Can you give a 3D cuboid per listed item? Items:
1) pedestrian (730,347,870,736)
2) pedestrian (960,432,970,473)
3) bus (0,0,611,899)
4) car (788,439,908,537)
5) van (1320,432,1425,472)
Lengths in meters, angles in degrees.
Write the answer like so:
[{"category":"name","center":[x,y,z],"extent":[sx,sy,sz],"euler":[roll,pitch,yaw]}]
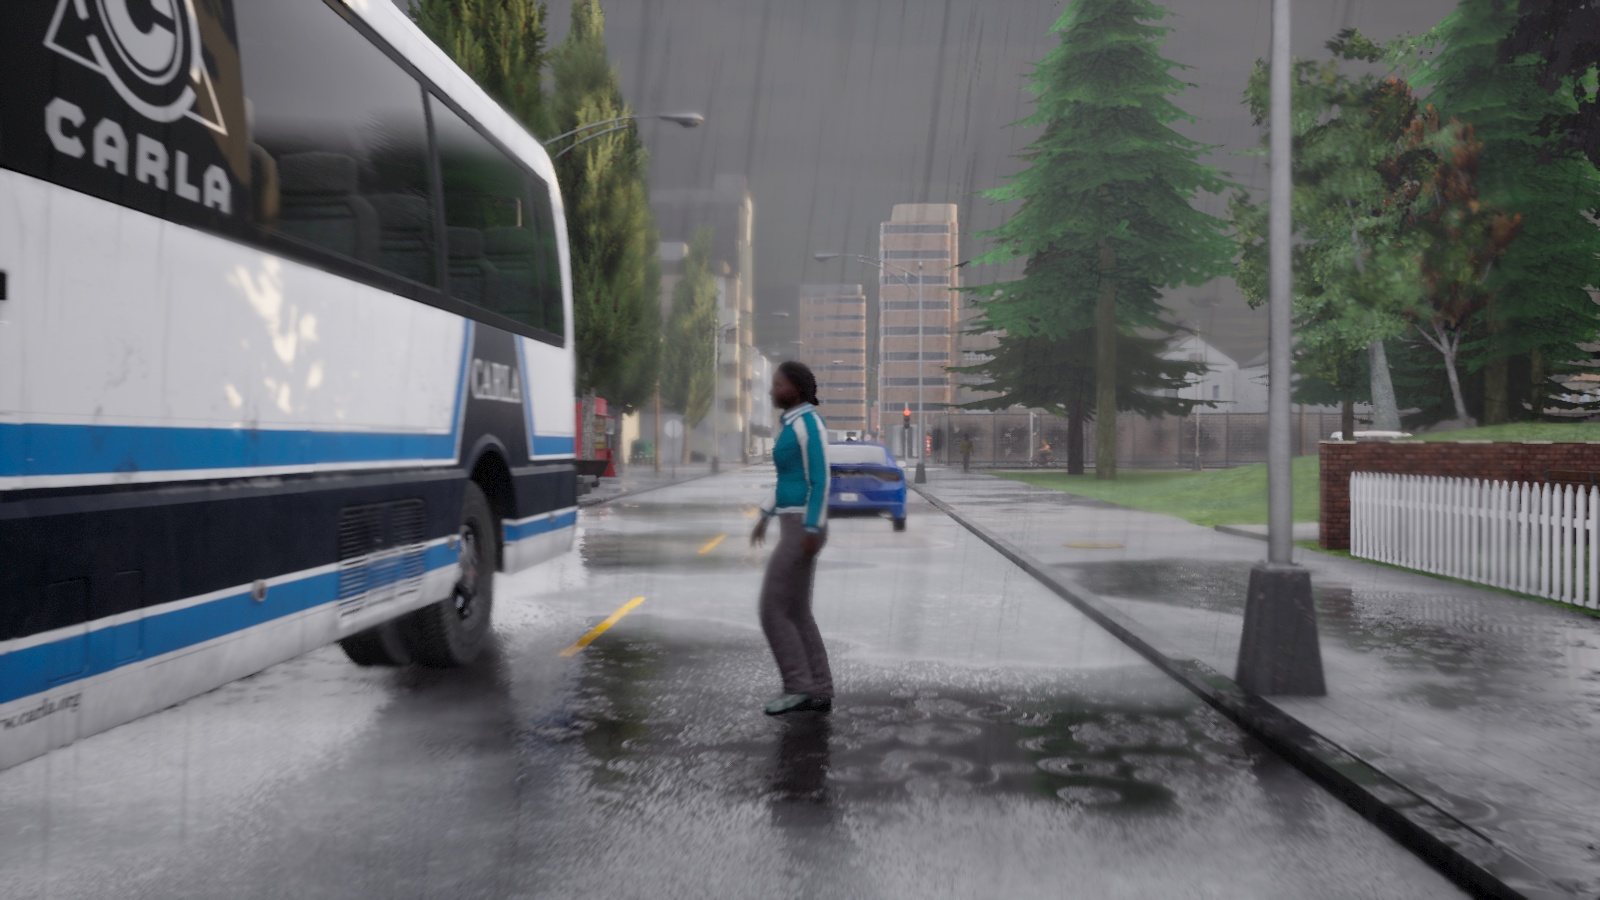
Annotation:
[{"category":"pedestrian","center":[-0.009,0.454,6.441],"extent":[0.692,1.930,0.396],"euler":[0,0,-4]},{"category":"pedestrian","center":[7.501,0.098,57.176],"extent":[0.431,1.840,0.709],"euler":[0,0,8]},{"category":"bus","center":[-3.771,-0.671,5.616],"extent":[3.944,4.253,10.273],"euler":[0,0,2]},{"category":"car","center":[0.849,0.582,22.206],"extent":[1.882,1.535,5.008],"euler":[0,0,2]},{"category":"van","center":[29.424,0.089,64.630],"extent":[4.480,2.038,2.069],"euler":[0,0,2]}]
